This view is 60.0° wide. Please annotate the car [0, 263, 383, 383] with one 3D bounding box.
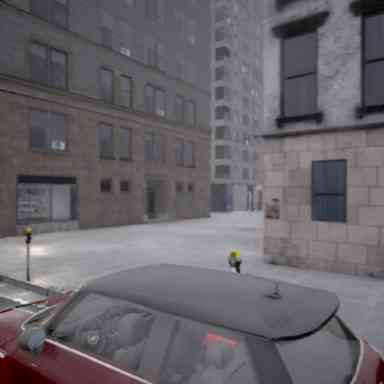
[{"bbox_3d":[-0.458,1.438,3.137,4.097,1.590,1.967,0,0,36],"label":"car"}]
